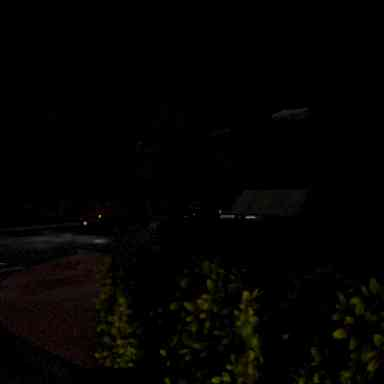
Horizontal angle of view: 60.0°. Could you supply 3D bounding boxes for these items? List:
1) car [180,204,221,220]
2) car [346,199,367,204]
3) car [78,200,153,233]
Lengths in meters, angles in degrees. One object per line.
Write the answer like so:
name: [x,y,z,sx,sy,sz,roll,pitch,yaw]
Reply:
car: [0.890,1.889,31.196,1.837,1.490,4.892,-1,-1,37]
car: [25.897,1.845,52.484,4.181,1.385,1.994,0,-1,-39]
car: [-5.064,1.607,22.995,2.150,2.045,5.566,-1,-1,36]
